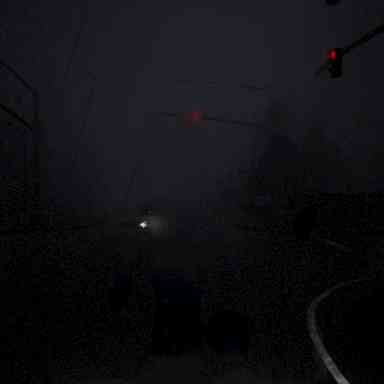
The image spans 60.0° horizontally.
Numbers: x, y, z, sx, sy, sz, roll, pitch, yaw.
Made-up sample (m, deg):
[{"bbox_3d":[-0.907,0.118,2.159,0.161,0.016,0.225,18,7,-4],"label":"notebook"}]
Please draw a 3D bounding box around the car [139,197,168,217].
[{"bbox_3d":[-3.486,1.441,29.450,1.994,1.385,4.181,0,0,0],"label":"car"}]

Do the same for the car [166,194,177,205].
[{"bbox_3d":[-3.476,1.135,54.319,1.882,1.535,5.008,0,0,0],"label":"car"}]

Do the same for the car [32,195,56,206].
[{"bbox_3d":[-20.489,1.188,46.046,1.970,1.475,3.806,0,0,0],"label":"car"}]

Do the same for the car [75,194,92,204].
[{"bbox_3d":[-17.432,1.146,53.435,1.845,1.501,3.633,0,0,0],"label":"car"}]

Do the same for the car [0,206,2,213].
[{"bbox_3d":[-17.691,1.223,27.402,2.007,1.523,4.514,0,0,0],"label":"car"}]
